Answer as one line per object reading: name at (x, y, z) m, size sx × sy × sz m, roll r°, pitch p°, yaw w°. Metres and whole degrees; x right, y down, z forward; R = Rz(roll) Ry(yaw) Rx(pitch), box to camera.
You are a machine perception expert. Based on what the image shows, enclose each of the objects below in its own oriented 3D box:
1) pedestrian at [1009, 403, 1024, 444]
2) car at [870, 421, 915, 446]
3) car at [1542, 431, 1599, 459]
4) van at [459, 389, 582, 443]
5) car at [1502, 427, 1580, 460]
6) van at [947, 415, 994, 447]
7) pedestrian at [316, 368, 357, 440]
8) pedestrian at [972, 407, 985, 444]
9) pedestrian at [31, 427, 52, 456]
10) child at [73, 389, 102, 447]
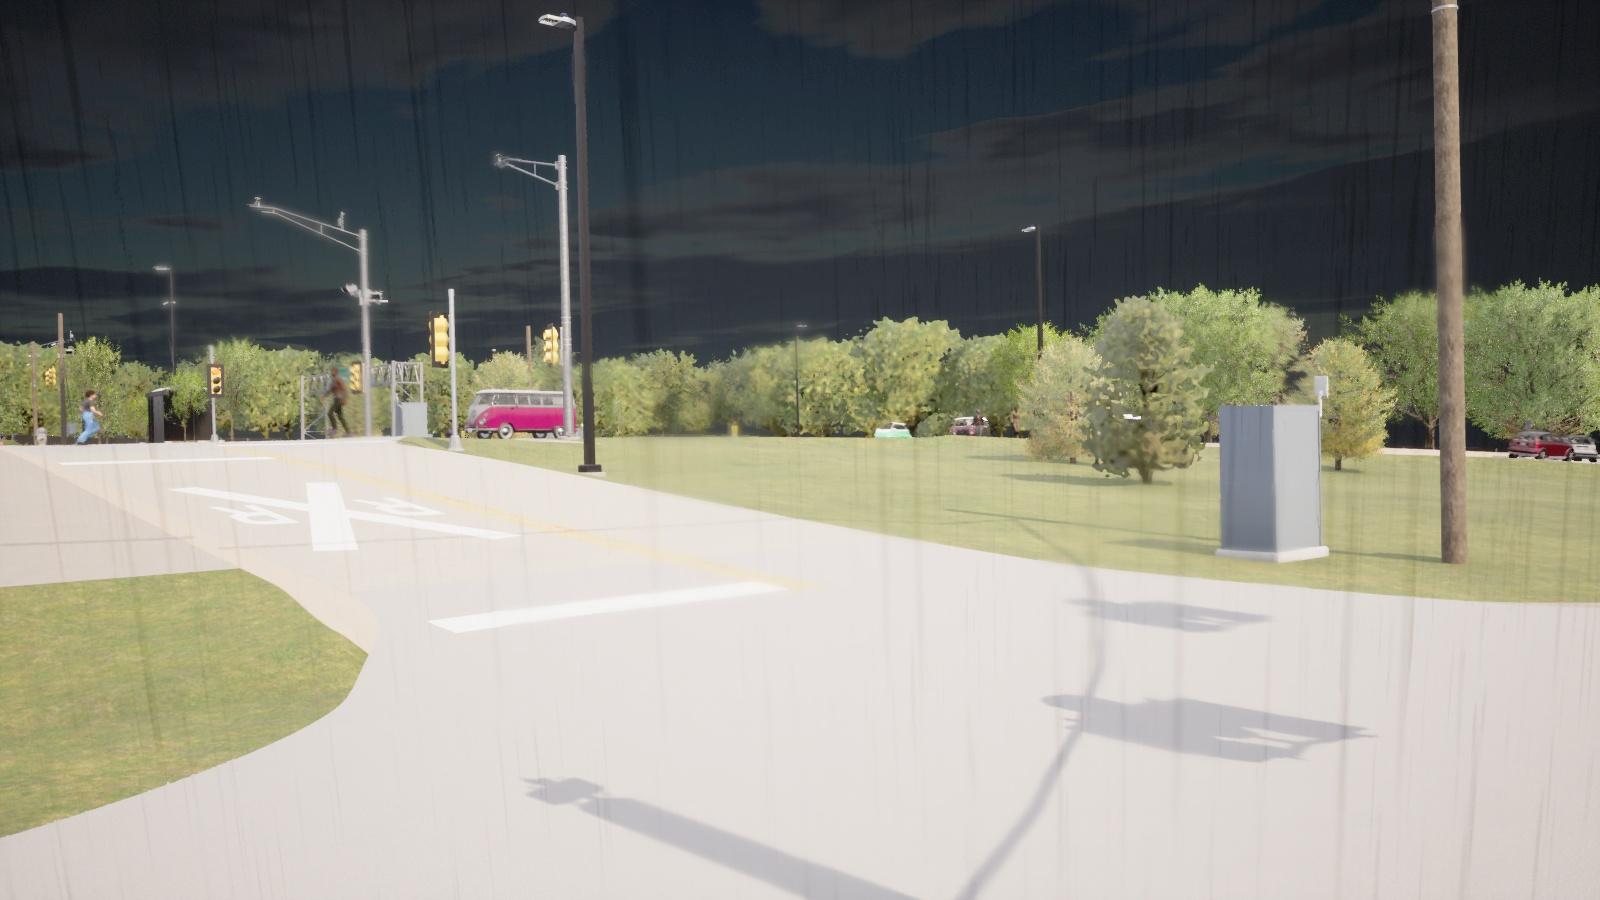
pedestrian at (10.141, -1.232, 58.831) m, size 0.396 × 1.930 × 0.692 m, roll -2°, pitch 1°, yaw -10°
car at (5.373, -0.960, 73.172) m, size 2.207 × 1.376 × 1.481 m, roll 0°, pitch 0°, yaw -38°
car at (47.208, -0.316, 76.975) m, size 1.851 × 1.617 × 3.988 m, roll 3°, pitch 1°, yaw 14°
van at (-10.934, -1.312, 49.343) m, size 1.775 × 1.987 × 4.442 m, roll -1°, pitch 0°, yaw 44°
car at (39.524, -0.346, 66.982) m, size 3.705 × 1.549 × 1.789 m, roll 1°, pitch 5°, yaw -29°
van at (11.760, -1.305, 86.327) m, size 2.069 × 2.038 × 4.480 m, roll -2°, pitch -1°, yaw 23°
pedestrian at (-11.786, -1.178, 31.952) m, size 0.869 × 1.805 × 0.328 m, roll -2°, pitch 1°, yaw -41°
pedestrian at (9.010, -1.243, 63.390) m, size 0.376 × 1.854 × 0.720 m, roll -2°, pitch 1°, yaw -15°
pedestrian at (-49.007, -0.571, 81.113) m, size 0.900 × 1.855 × 0.874 m, roll -1°, pitch 1°, yaw 39°
child at (-15.499, -0.694, 27.316) m, size 0.270 × 1.263 × 0.437 m, roll -1°, pitch 1°, yaw 44°
